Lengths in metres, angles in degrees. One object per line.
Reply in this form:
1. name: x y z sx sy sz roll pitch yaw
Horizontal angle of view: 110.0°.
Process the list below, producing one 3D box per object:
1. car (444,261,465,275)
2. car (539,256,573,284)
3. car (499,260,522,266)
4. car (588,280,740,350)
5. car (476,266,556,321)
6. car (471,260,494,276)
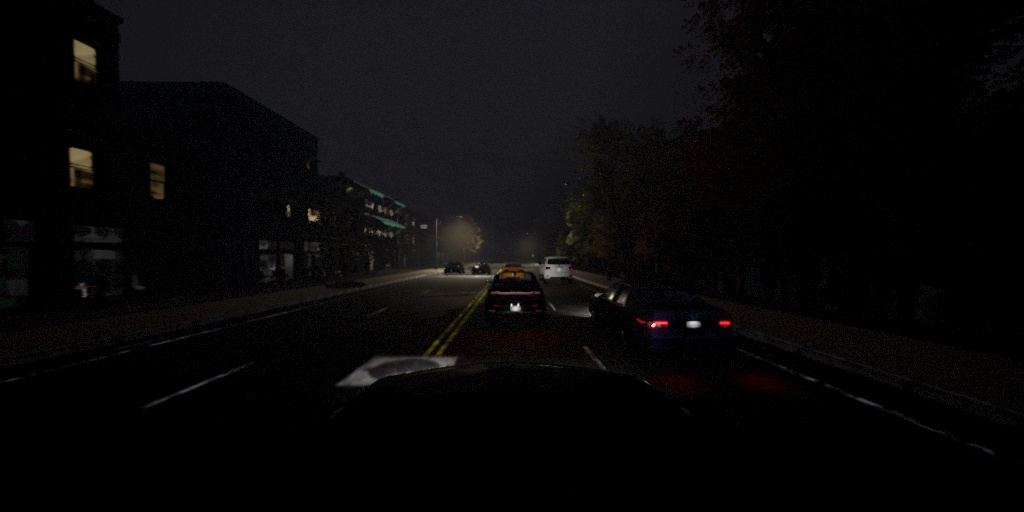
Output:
1. car: -6.580 1.364 41.198 1.837 1.490 4.892 0 -1 0
2. car: 3.357 1.044 28.204 2.150 2.045 5.566 0 0 0
3. car: 0.107 1.306 30.578 1.882 1.535 5.008 0 0 0
4. car: 3.352 1.318 9.127 2.033 1.411 5.357 0 0 0
5. car: 0.102 1.271 12.517 2.128 1.511 4.902 0 0 0
6. car: -3.332 1.417 39.657 1.994 1.385 4.181 0 0 0
